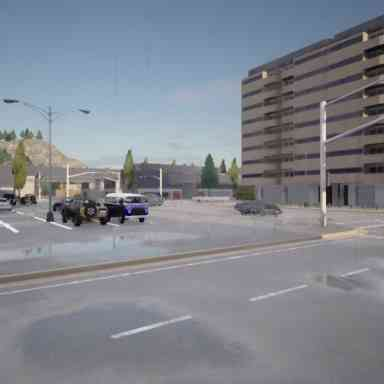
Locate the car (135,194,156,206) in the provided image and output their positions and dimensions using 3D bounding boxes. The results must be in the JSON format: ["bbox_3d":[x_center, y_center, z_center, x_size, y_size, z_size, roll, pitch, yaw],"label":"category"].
[{"bbox_3d":[-7.135,1.278,57.290,2.150,2.045,5.566,0,0,-35],"label":"car"}]

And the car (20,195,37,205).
[{"bbox_3d":[-27.251,1.209,55.363,1.932,1.855,4.605,0,0,-35],"label":"car"}]

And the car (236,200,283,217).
[{"bbox_3d":[6.594,1.619,31.840,1.994,1.385,4.181,0,0,-35],"label":"car"}]

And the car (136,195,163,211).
[{"bbox_3d":[-6.123,1.619,49.756,1.994,1.385,4.181,0,0,-35],"label":"car"}]

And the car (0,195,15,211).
[{"bbox_3d":[-21.785,1.451,37.908,1.970,1.475,3.806,0,0,-35],"label":"car"}]

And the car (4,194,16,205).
[{"bbox_3d":[-29.647,1.212,53.739,1.905,1.878,3.866,0,0,-35],"label":"car"}]

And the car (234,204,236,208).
[{"bbox_3d":[7.088,1.602,37.183,2.033,1.411,5.357,0,0,-35],"label":"car"}]
